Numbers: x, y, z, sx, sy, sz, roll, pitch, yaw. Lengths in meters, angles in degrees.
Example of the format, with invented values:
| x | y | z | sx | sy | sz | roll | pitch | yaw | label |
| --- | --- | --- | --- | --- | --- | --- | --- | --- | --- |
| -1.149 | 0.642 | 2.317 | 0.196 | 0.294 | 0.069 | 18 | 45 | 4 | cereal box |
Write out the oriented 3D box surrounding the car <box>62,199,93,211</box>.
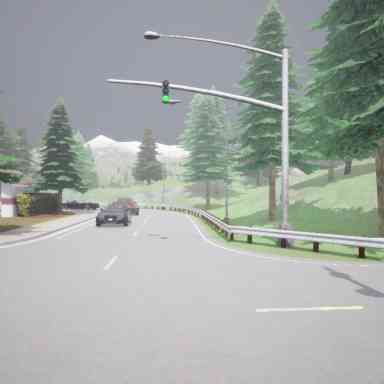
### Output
| x | y | z | sx | sy | sz | roll | pitch | yaw | label |
| --- | --- | --- | --- | --- | --- | --- | --- | --- | --- |
| -13.535 | 1.546 | 39.832 | 4.718 | 1.301 | 1.895 | 0 | 0 | 11 | car |

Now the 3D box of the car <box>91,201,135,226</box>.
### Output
| x | y | z | sx | sy | sz | roll | pitch | yaw | label |
| --- | --- | --- | --- | --- | --- | --- | --- | --- | --- |
| -5.249 | 1.529 | 22.700 | 1.994 | 1.385 | 4.181 | 0 | 0 | -5 | car |

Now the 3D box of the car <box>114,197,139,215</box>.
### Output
| x | y | z | sx | sy | sz | roll | pitch | yaw | label |
| --- | --- | --- | --- | --- | --- | --- | --- | --- | --- |
| -6.578 | 1.304 | 32.436 | 2.097 | 1.767 | 4.553 | 0 | 0 | -22 | car |
